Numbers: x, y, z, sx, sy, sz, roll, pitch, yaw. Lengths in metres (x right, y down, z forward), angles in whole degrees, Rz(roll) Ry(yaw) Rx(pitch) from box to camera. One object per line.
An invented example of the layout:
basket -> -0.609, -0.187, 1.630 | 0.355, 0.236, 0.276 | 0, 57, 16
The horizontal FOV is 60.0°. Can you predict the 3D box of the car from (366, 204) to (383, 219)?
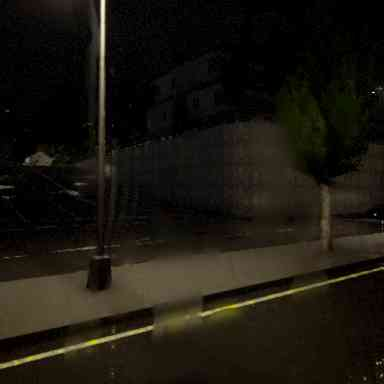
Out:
car -> 18.008, 1.838, 30.906 | 4.181, 1.385, 1.994 | 1, 0, -35
